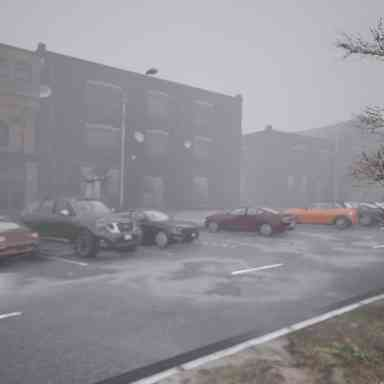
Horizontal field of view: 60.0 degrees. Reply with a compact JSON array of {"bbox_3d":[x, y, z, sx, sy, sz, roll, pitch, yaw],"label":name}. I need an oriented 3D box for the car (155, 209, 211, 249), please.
[{"bbox_3d":[-1.972,1.464,14.602,5.008,1.535,2.097,-1,-1,35],"label":"car"}]

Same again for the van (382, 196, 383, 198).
[{"bbox_3d":[18.323,1.223,27.766,4.442,1.987,1.878,-1,-1,38],"label":"van"}]

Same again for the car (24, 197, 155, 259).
[{"bbox_3d":[-4.431,1.213,12.868,5.566,2.045,2.435,-1,-1,35],"label":"car"}]

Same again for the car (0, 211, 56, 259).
[{"bbox_3d":[-6.930,1.506,11.138,4.674,1.452,2.002,-1,0,35],"label":"car"}]

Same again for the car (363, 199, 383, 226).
[{"bbox_3d":[10.611,1.457,22.957,4.892,1.521,2.231,-1,-1,37],"label":"car"}]

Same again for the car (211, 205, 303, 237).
[{"bbox_3d":[3.031,1.460,17.982,5.008,1.535,2.097,-1,0,36],"label":"car"}]

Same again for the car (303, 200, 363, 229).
[{"bbox_3d":[8.085,1.332,21.302,4.553,1.767,2.185,-1,-1,36],"label":"car"}]
